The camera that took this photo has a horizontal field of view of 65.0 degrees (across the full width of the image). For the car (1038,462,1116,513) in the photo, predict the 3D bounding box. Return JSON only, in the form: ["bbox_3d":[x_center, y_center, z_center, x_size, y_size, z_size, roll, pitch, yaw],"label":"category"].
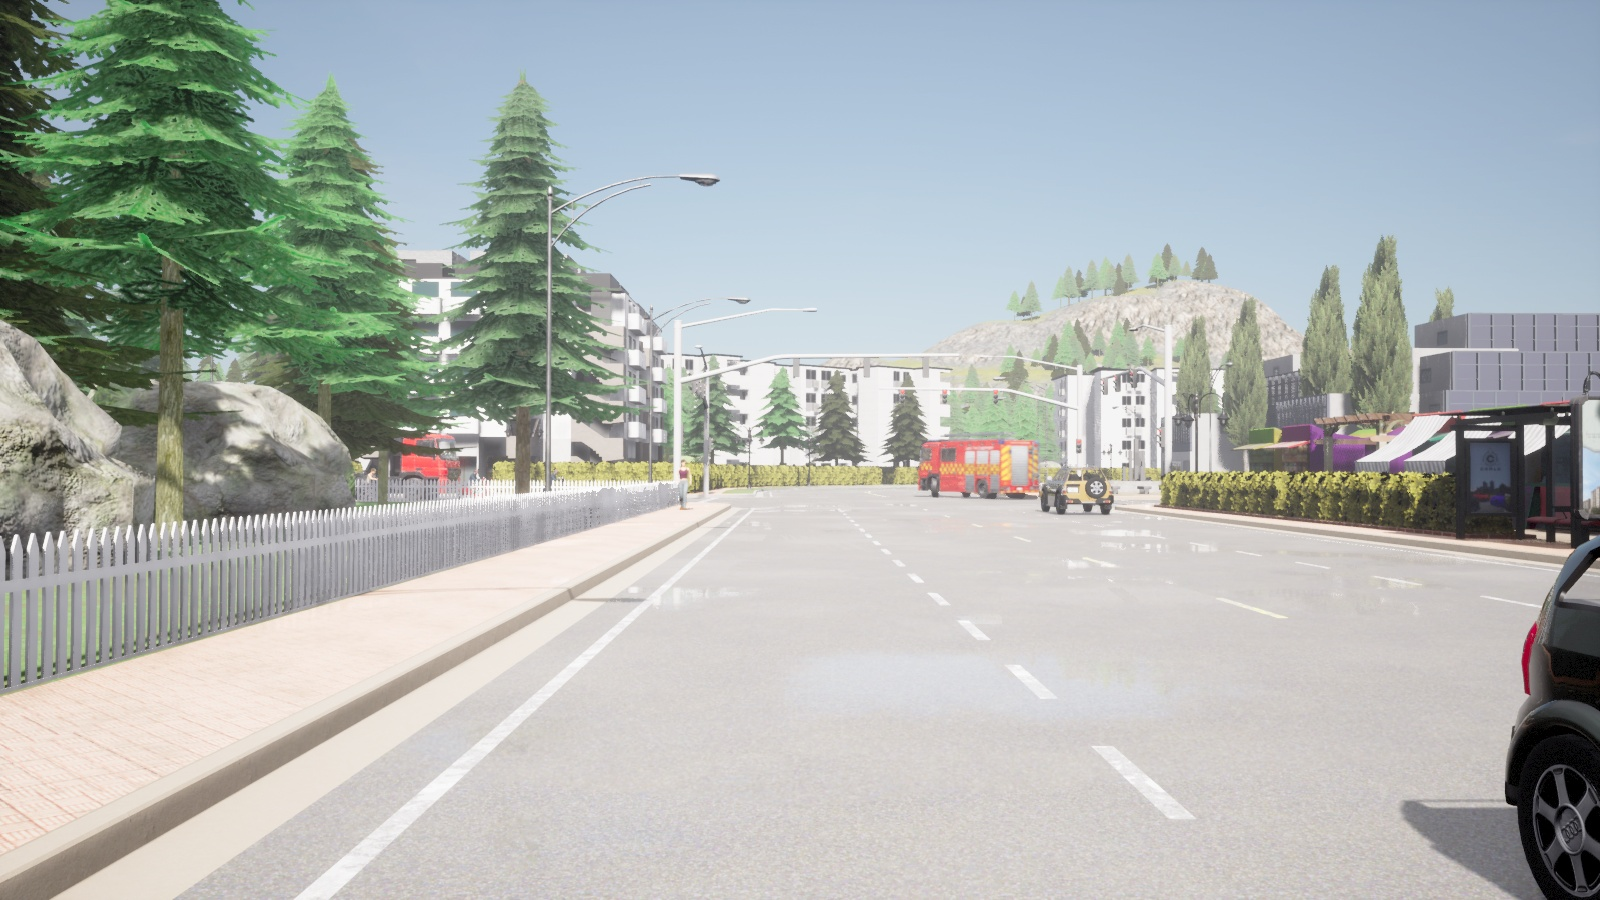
[{"bbox_3d":[10.378,1.383,47.345,1.932,1.855,4.605,0,-1,0],"label":"car"}]

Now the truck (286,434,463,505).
[{"bbox_3d":[-21.319,0.977,63.230,7.936,3.462,2.891,0,-1,1],"label":"truck"}]

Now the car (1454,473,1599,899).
[{"bbox_3d":[3.491,0.831,3.103,1.789,1.549,3.705,0,-1,0],"label":"car"}]

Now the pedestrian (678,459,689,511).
[{"bbox_3d":[-4.109,1.232,44.310,0.345,1.836,0.594,0,-1,0],"label":"pedestrian"}]

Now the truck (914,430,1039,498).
[{"bbox_3d":[10.329,0.857,74.573,2.891,3.827,8.468,0,-1,-28],"label":"truck"}]
